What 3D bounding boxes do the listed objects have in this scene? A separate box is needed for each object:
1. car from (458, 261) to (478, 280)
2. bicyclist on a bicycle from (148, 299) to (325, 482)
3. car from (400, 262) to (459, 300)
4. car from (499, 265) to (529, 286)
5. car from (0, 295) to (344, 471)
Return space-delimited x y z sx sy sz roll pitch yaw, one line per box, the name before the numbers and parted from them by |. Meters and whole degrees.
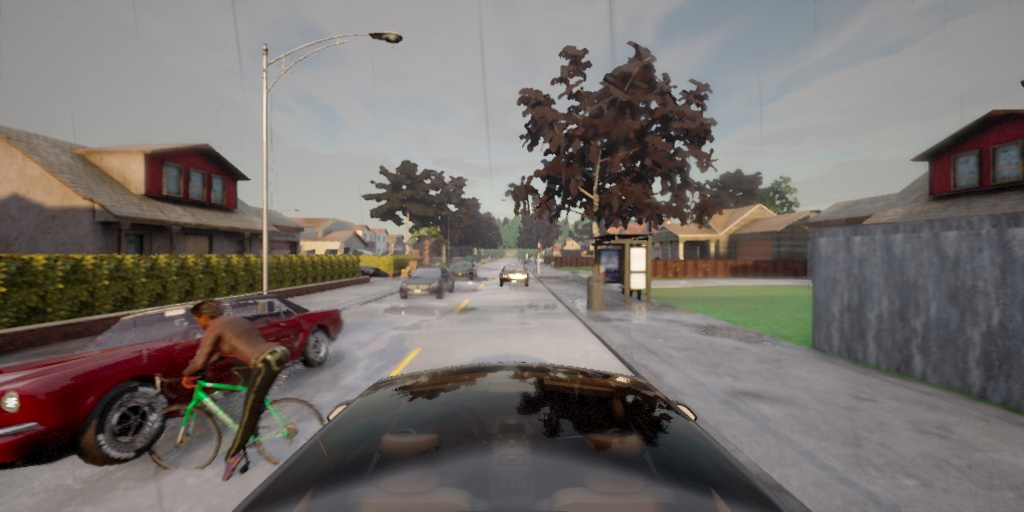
car | -3.974 1.173 29.986 1.837 1.490 4.892 0 0 1
bicyclist on a bicycle | -2.581 1.214 3.312 1.656 1.620 0.582 -3 3 -2
car | -4.010 1.229 17.658 1.812 1.442 4.674 0 0 1
car | 0.141 1.284 24.549 1.895 1.301 4.718 0 0 0
car | -4.149 1.263 4.618 1.895 1.301 4.718 -8 -2 0
